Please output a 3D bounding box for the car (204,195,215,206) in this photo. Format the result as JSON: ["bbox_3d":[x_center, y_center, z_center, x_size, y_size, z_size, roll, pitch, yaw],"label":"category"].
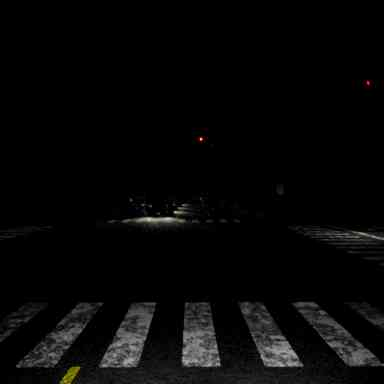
[{"bbox_3d":[2.952,1.442,44.625,1.967,1.590,4.097,0,0,0],"label":"car"}]

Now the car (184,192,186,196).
[{"bbox_3d":[-2.653,1.353,62.328,2.097,1.767,4.553,0,0,1],"label":"car"}]

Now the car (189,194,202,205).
[{"bbox_3d":[0.475,1.527,60.631,1.812,1.442,4.674,0,0,0],"label":"car"}]

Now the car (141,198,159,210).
[{"bbox_3d":[-5.573,1.568,44.677,1.947,1.339,4.313,0,0,0],"label":"car"}]

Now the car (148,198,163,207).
[{"bbox_3d":[-5.537,1.584,50.345,1.802,1.307,4.206,0,0,0],"label":"car"}]

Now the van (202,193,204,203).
[{"bbox_3d":[3.025,1.343,55.963,1.690,1.788,3.998,0,0,0],"label":"van"}]

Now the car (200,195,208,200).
[{"bbox_3d":[3.246,1.556,89.979,1.947,1.339,4.313,0,0,0],"label":"car"}]

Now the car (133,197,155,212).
[{"bbox_3d":[-5.610,1.442,39.008,1.967,1.590,4.097,0,0,0],"label":"car"}]

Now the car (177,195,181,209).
[{"bbox_3d":[-2.831,1.480,41.976,1.882,1.535,5.008,0,0,1],"label":"car"}]

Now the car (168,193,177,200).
[{"bbox_3d":[-5.280,1.305,90.022,2.192,1.841,5.009,0,0,0],"label":"car"}]

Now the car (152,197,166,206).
[{"bbox_3d":[-5.500,1.568,56.013,1.947,1.339,4.313,0,0,0],"label":"car"}]

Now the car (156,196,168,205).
[{"bbox_3d":[-5.464,1.526,61.511,1.752,1.417,4.829,0,0,0],"label":"car"}]

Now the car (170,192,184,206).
[{"bbox_3d":[-2.760,1.224,52.103,2.150,2.045,5.566,0,0,1],"label":"car"}]

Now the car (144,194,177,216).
[{"bbox_3d":[-2.937,1.353,32.038,2.097,1.767,4.553,0,0,2],"label":"car"}]

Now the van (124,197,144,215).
[{"bbox_3d":[-5.647,1.342,33.340,1.690,1.788,3.998,0,0,0],"label":"van"}]

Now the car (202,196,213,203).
[{"bbox_3d":[3.099,1.550,67.302,2.008,1.369,4.403,0,0,0],"label":"car"}]

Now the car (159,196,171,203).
[{"bbox_3d":[-5.426,1.565,67.349,1.947,1.339,4.313,0,0,0],"label":"car"}]

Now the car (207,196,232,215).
[{"bbox_3d":[2.879,1.441,33.287,1.967,1.590,4.097,0,0,0],"label":"car"}]
